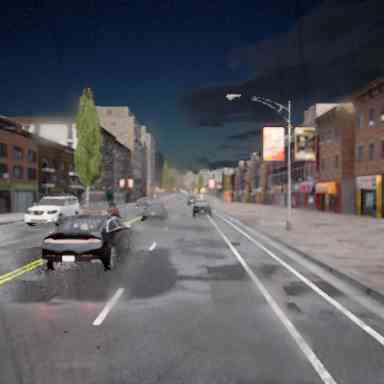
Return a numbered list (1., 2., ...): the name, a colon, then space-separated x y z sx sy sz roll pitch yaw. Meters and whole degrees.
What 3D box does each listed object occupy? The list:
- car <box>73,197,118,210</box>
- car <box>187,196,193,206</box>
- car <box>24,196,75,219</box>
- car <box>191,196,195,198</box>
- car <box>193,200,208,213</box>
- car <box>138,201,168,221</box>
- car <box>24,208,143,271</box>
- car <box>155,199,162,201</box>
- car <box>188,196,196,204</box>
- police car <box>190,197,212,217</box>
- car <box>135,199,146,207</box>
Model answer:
1. car: -6.586 1.452 24.000 2.097 1.767 4.553 0 -1 0
2. car: 0.034 1.981 68.286 2.097 1.767 4.553 0 -1 0
3. car: -9.838 1.321 24.024 2.150 2.045 5.566 0 -1 0
4. car: 1.000 1.849 49.690 1.801 1.575 5.366 0 -1 0
5. car: 0.997 1.820 43.498 1.837 1.490 4.892 0 -1 0
6. car: -3.138 1.716 28.801 1.994 1.385 4.181 0 -1 0
7. car: -3.148 1.494 10.907 2.128 1.511 4.902 0 0 0
8. car: -6.488 2.143 64.366 1.812 1.442 4.674 0 -1 1
9. car: 0.043 2.113 85.575 2.150 2.045 5.566 0 -1 0
10. police car: 0.992 1.630 33.609 1.930 1.638 5.238 0 -1 0
11. car: -9.736 2.134 63.951 1.837 1.490 4.892 0 -1 1
